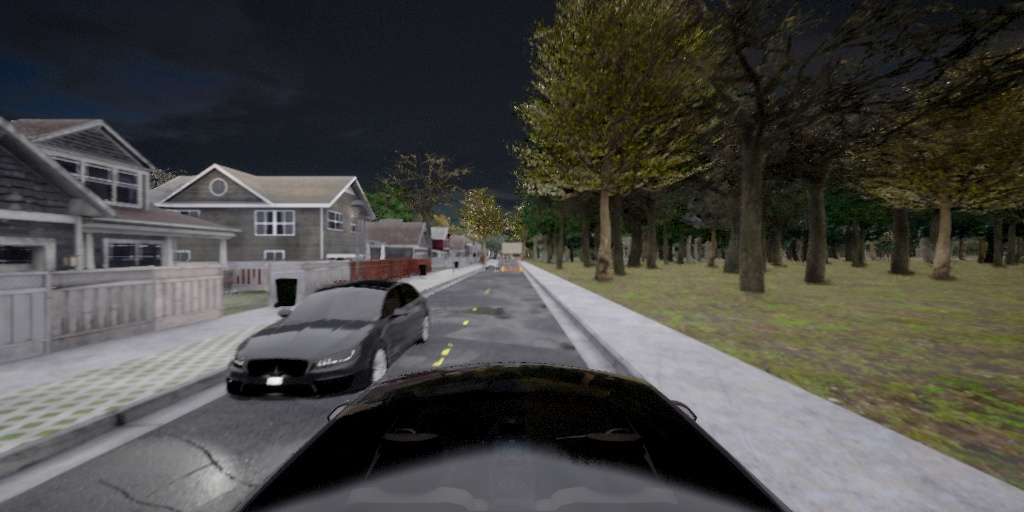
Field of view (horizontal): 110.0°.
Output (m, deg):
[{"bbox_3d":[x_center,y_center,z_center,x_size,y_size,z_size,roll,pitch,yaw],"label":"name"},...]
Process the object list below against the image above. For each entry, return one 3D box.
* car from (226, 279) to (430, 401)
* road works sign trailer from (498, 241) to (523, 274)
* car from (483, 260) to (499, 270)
[{"bbox_3d":[-2.850,1.249,6.737,1.837,1.490,4.892,0,0,0],"label":"car"},{"bbox_3d":[0.001,0.181,39.460,2.380,3.560,2.880,0,0,0],"label":"road works sign trailer"},{"bbox_3d":[-2.808,1.238,50.641,1.812,1.442,4.674,0,0,0],"label":"car"}]
